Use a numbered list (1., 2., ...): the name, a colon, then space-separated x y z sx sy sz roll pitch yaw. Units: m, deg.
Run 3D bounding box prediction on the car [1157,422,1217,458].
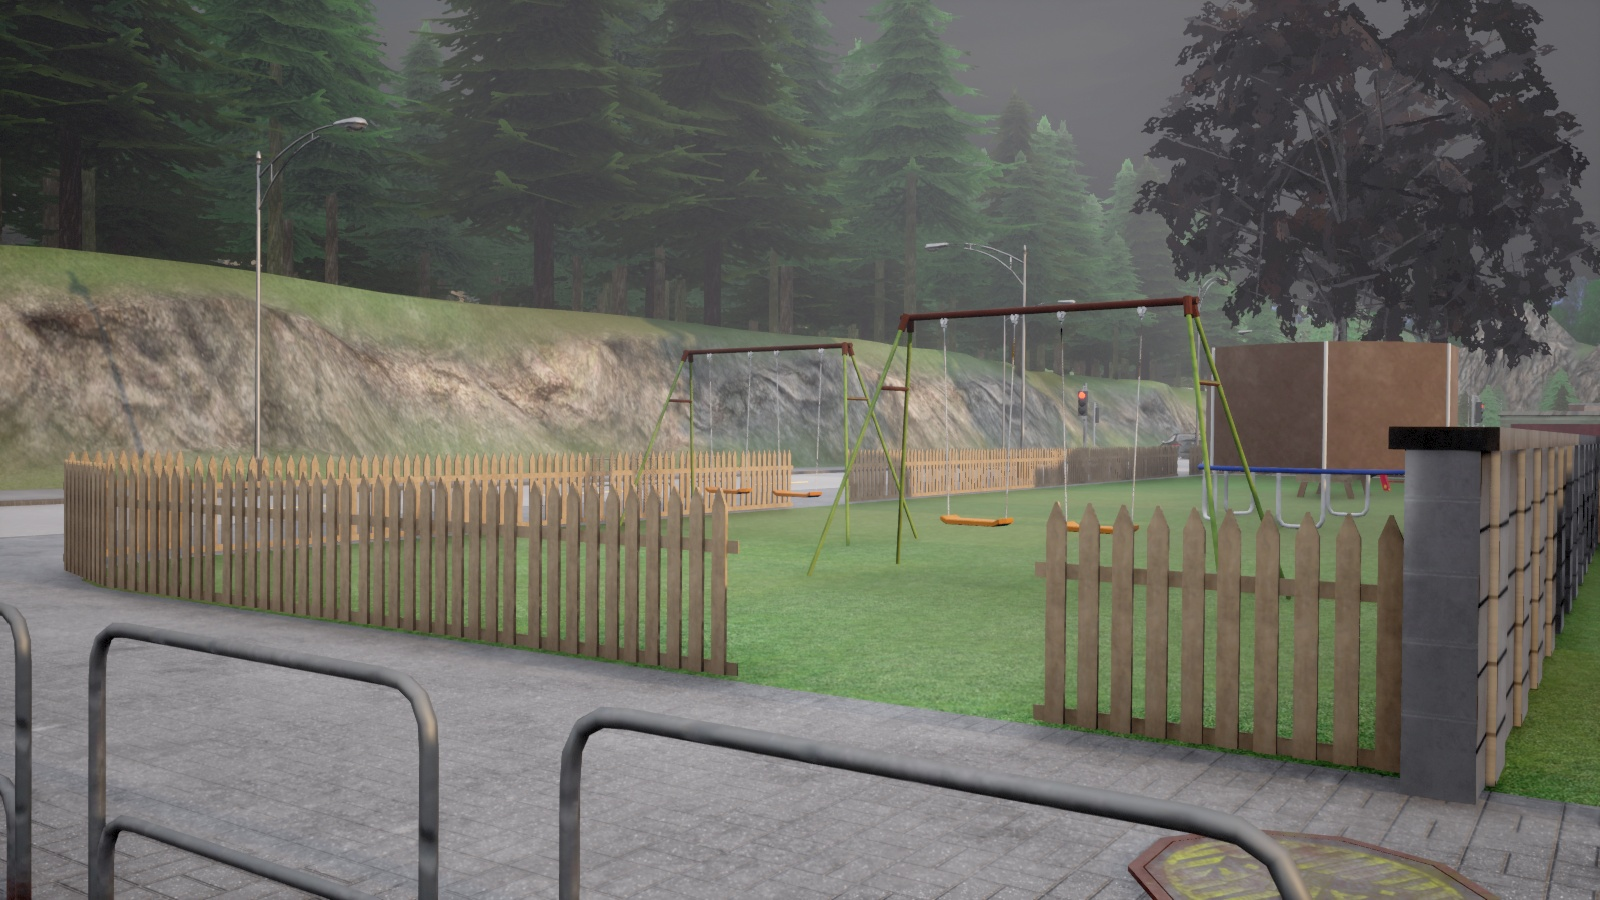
1. car: 19.073 -0.511 62.132 2.152 1.651 5.027 -1 1 9
